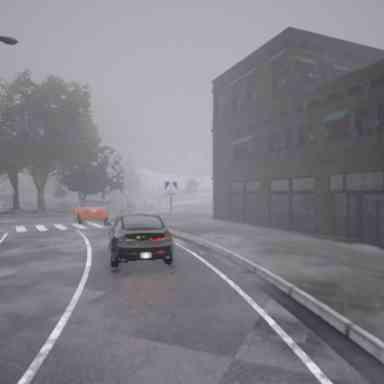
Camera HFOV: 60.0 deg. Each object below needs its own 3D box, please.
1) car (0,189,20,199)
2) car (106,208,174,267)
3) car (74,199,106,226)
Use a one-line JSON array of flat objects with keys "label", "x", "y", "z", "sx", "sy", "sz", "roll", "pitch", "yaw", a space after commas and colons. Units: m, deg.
[{"label": "car", "x": -44.560, "y": 0.814, "z": 81.301, "sx": 2.097, "sy": 1.535, "sz": 5.008, "roll": 4, "pitch": 2, "yaw": 28}, {"label": "car", "x": -1.864, "y": 1.438, "z": 11.332, "sx": 1.837, "sy": 1.490, "sz": 4.892, "roll": 0, "pitch": 1, "yaw": -15}, {"label": "car", "x": -7.730, "y": 1.378, "z": 25.207, "sx": 2.097, "sy": 1.767, "sz": 4.553, "roll": 0, "pitch": -1, "yaw": -24}]
